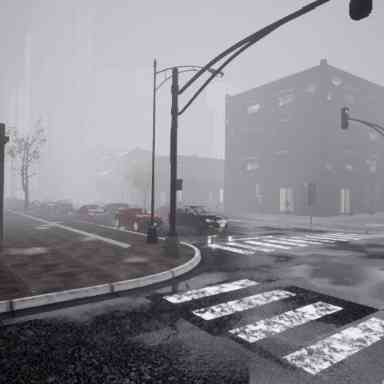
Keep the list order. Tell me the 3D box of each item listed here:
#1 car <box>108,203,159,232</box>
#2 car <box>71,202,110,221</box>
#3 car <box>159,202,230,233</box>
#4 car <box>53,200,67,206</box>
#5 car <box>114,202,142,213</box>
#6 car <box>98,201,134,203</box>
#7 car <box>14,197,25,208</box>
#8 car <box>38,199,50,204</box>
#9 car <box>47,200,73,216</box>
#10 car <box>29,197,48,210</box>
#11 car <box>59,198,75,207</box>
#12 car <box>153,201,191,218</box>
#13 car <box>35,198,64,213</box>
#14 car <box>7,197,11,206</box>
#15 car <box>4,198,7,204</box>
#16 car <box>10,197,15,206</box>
[{"bbox_3d":[-3.390,1.615,20.855,1.887,1.381,4.507,1,-1,-35],"label":"car"},{"bbox_3d":[-8.548,1.730,28.232,1.802,1.307,4.206,1,-1,-35],"label":"car"},{"bbox_3d":[0.282,1.593,20.358,2.128,1.511,4.902,1,-1,-35],"label":"car"},{"bbox_3d":[-28.361,2.306,71.432,1.802,1.307,4.206,1,-1,-35],"label":"car"},{"bbox_3d":[-8.300,1.966,42.945,2.008,1.369,4.403,1,-1,-35],"label":"car"},{"bbox_3d":[-6.597,1.709,30.205,1.837,1.490,4.892,1,-1,-35],"label":"car"},{"bbox_3d":[-29.072,2.012,57.812,1.887,1.381,4.507,1,-1,-35],"label":"car"},{"bbox_3d":[-37.967,2.403,85.177,1.752,1.417,4.829,1,-1,-35],"label":"car"},{"bbox_3d":[-13.704,1.792,35.610,1.947,1.339,4.313,1,-1,-35],"label":"car"},{"bbox_3d":[-22.679,1.891,48.572,1.752,1.417,4.829,1,-1,-35],"label":"car"},{"bbox_3d":[-25.191,2.115,66.899,1.967,1.590,4.097,1,-1,-35],"label":"car"},{"bbox_3d":[-2.096,1.762,34.083,1.967,1.590,4.097,1,-1,-35],"label":"car"},{"bbox_3d":[-18.002,1.843,41.811,2.008,1.369,4.403,1,-1,-35],"label":"car"},{"bbox_3d":[-35.230,2.131,66.635,1.947,1.339,4.313,1,-1,-35],"label":"car"},{"bbox_3d":[-38.399,1.930,71.172,2.192,1.841,5.009,1,-1,-35],"label":"car"},{"bbox_3d":[-32.060,2.081,62.100,1.947,1.339,4.313,1,-1,-35],"label":"car"}]
